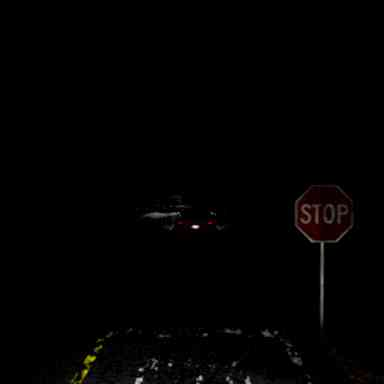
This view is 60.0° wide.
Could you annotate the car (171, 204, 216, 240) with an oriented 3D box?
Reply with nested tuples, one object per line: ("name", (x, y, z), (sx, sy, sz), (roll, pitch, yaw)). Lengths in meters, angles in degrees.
("car", (0.161, 1.510, 16.832), (1.994, 1.385, 4.181), (0, 0, 0))

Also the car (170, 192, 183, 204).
("car", (-2.622, 0.998, 53.212), (2.150, 2.045, 5.566), (0, 0, 1))

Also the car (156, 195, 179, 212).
("car", (-2.711, 1.370, 36.106), (1.837, 1.490, 4.892), (0, 0, 0))
